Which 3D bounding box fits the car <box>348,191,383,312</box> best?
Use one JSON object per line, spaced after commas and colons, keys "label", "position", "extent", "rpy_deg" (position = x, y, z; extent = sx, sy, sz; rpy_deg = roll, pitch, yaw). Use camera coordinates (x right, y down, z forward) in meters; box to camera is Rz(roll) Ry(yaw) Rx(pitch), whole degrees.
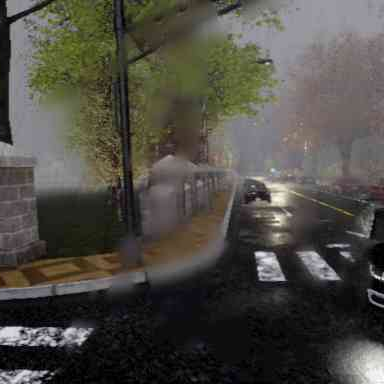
{"label": "car", "position": [4.103, 0.993, 6.282], "extent": [1.837, 1.490, 4.892], "rpy_deg": [3, 5, 24]}

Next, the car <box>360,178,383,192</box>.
{"label": "car", "position": [12.085, -0.170, 20.001], "extent": [1.967, 1.590, 4.097], "rpy_deg": [-2, 3, 8]}

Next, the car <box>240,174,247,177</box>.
{"label": "car", "position": [10.198, -2.453, 63.464], "extent": [2.008, 1.369, 4.403], "rpy_deg": [-2, 3, 8]}

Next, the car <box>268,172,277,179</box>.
{"label": "car", "position": [21.947, -4.532, 90.455], "extent": [1.967, 1.590, 4.097], "rpy_deg": [-3, 3, 8]}

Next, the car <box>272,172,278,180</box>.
{"label": "car", "position": [19.572, -3.491, 73.588], "extent": [1.967, 1.590, 4.097], "rpy_deg": [-2, 3, 8]}

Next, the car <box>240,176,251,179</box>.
{"label": "car", "position": [6.241, -0.695, 35.353], "extent": [1.947, 1.339, 4.313], "rpy_deg": [-2, 3, 8]}

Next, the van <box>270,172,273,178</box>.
{"label": "van", "position": [20.359, -3.937, 79.205], "extent": [1.690, 1.788, 3.998], "rpy_deg": [-2, 3, 8]}

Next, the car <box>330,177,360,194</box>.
{"label": "car", "position": [13.246, -0.599, 28.614], "extent": [1.887, 1.381, 4.507], "rpy_deg": [-2, 3, 8]}

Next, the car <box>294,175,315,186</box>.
{"label": "car", "position": [15.621, -1.626, 45.482], "extent": [1.947, 1.339, 4.313], "rpy_deg": [-2, 3, 8]}

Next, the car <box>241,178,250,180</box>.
{"label": "car", "position": [5.450, -0.346, 29.730], "extent": [1.947, 1.339, 4.313], "rpy_deg": [-2, 3, 8]}

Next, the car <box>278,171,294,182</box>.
{"label": "car", "position": [17.983, -2.921, 62.336], "extent": [2.192, 1.841, 5.009], "rpy_deg": [-2, 3, 8]}

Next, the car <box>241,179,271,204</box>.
{"label": "car", "position": [4.657, 0.004, 24.110], "extent": [1.947, 1.339, 4.313], "rpy_deg": [-2, 3, 8]}

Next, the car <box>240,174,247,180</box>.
{"label": "car", "position": [14.155, -4.196, 91.577], "extent": [1.887, 1.381, 4.507], "rpy_deg": [-2, 3, 8]}
